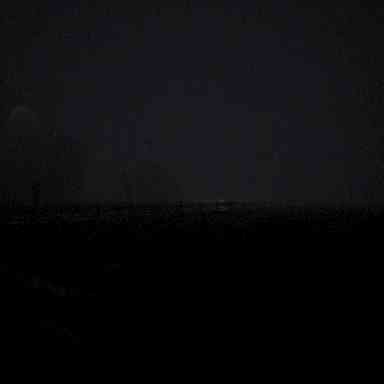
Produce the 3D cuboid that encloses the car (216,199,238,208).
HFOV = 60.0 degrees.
[{"bbox_3d":[5.869,1.904,55.811,1.895,1.301,4.718,1,0,36],"label":"car"}]
